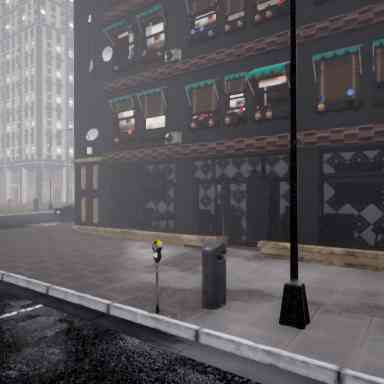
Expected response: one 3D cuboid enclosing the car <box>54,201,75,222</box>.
[{"bbox_3d":[-7.286,1.279,22.789,1.947,1.339,4.313,1,1,35],"label":"car"}]
